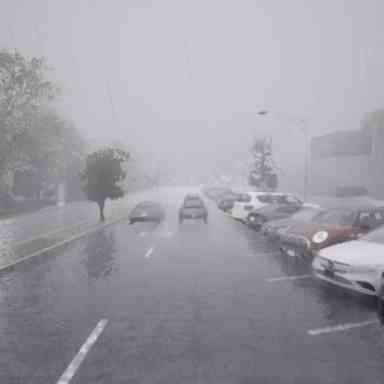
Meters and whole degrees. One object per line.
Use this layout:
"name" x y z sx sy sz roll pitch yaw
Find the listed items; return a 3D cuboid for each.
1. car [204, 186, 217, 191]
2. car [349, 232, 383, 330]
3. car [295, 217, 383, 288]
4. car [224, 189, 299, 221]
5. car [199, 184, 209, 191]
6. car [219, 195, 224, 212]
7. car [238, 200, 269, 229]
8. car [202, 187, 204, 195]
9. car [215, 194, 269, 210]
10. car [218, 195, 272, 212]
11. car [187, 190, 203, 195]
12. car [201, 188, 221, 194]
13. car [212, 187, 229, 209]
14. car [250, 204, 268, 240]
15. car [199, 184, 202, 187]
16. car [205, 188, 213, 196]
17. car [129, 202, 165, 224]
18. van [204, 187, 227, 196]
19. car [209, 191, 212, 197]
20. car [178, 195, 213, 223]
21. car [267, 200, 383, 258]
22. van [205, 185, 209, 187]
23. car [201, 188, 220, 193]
"car" 5.026 0.299 58.776 4.553 1.767 2.185 0 1 -20
"car" 5.062 1.448 4.770 5.008 1.535 2.097 1 0 -20
"car" 5.071 1.462 7.771 4.674 1.452 2.002 1 1 -20
"car" 5.094 1.030 19.789 5.566 2.045 2.435 0 1 -20
"car" 5.029 -0.040 67.713 5.566 2.045 2.435 0 2 -20
"car" 4.892 1.229 22.720 5.366 1.575 1.946 0 1 -20
"car" 5.092 1.352 16.795 4.792 1.488 2.163 1 1 -20
"car" 5.046 0.284 64.752 4.892 1.521 2.231 0 1 -20
"car" 5.232 0.993 34.865 5.366 1.575 1.946 0 1 -20
"car" 5.066 1.101 31.793 4.674 1.452 2.002 0 2 -20
"car" 0.089 0.890 39.931 1.837 1.490 4.892 0 1 0
"car" 5.071 -0.322 88.634 4.792 1.488 2.163 0 2 -20
"car" 5.040 0.875 28.769 5.566 2.045 2.435 0 2 -20
"car" 5.069 1.404 13.770 4.674 1.452 2.002 1 1 -20
"car" 5.078 -0.183 73.708 5.566 2.045 2.435 0 1 -20
"car" 5.030 0.598 52.790 4.792 1.488 2.163 0 2 -20
"car" -2.906 1.318 22.258 1.994 1.385 4.181 0 1 0
"van" 4.945 -0.086 70.666 4.442 1.987 1.878 0 2 -20
"car" 5.033 0.884 40.788 4.792 1.488 2.163 0 2 -20
"car" 0.094 1.236 22.897 2.128 1.511 4.902 0 1 0
"car" 5.100 1.268 10.779 4.553 1.767 2.185 1 1 -20
"van" 5.164 0.129 61.807 4.442 1.987 1.878 0 1 -20
"car" 5.038 -0.413 91.605 4.674 1.452 2.002 0 2 -20
